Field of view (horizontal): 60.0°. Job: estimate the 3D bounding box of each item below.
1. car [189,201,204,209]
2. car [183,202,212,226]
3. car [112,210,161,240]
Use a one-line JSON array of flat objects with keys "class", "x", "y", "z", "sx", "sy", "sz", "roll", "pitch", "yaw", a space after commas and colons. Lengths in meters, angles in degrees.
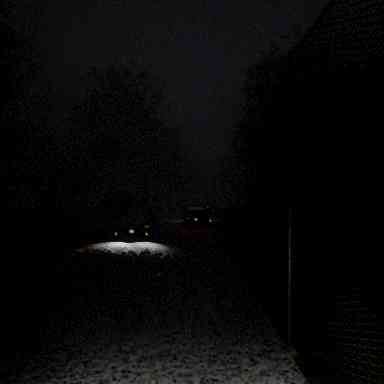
[{"class": "car", "x": 0.779, "y": 2.290, "z": 58.763, "sx": 1.994, "sy": 1.385, "sz": 4.181, "roll": 0, "pitch": -1, "yaw": 9}, {"class": "car", "x": 0.337, "y": 1.652, "z": 24.235, "sx": 1.812, "sy": 1.442, "sz": 4.674, "roll": 0, "pitch": -1, "yaw": 2}, {"class": "car", "x": -2.762, "y": 1.633, "z": 17.309, "sx": 1.994, "sy": 1.385, "sz": 4.181, "roll": 0, "pitch": 0, "yaw": 1}]
